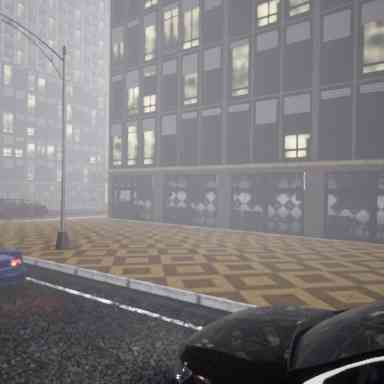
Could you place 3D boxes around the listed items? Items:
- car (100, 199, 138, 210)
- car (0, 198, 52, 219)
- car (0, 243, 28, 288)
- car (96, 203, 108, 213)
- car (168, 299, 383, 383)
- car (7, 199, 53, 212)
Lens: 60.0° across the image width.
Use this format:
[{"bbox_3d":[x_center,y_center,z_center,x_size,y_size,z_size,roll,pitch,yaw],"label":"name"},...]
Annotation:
[{"bbox_3d":[-10.496,1.795,48.203,2.033,1.411,5.357,1,0,37],"label":"car"},{"bbox_3d":[-16.069,1.508,30.971,2.192,1.841,5.009,1,0,37],"label":"car"},{"bbox_3d":[-6.115,1.540,8.065,5.357,1.411,2.033,0,0,36],"label":"car"},{"bbox_3d":[-9.254,1.819,40.169,1.752,1.417,4.829,1,0,37],"label":"car"},{"bbox_3d":[2.030,1.505,2.233,4.892,1.490,1.837,0,0,35],"label":"car"},{"bbox_3d":[-19.549,1.629,40.352,1.752,1.417,4.829,1,0,37],"label":"car"}]
